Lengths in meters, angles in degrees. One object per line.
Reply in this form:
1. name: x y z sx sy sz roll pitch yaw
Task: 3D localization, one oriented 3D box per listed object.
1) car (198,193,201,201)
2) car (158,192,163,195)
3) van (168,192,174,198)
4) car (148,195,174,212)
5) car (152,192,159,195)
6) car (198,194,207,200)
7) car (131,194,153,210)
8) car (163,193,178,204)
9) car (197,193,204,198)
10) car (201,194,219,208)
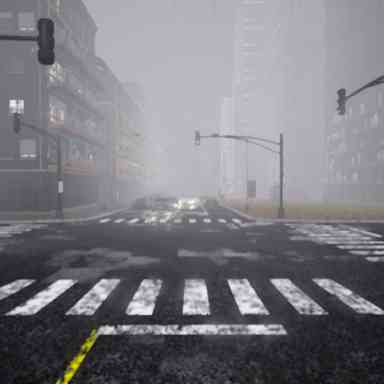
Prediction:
1. car: 2.476 1.164 66.395 2.008 1.369 4.403 -1 0 0
2. car: -5.845 0.992 55.018 2.192 1.841 5.009 -1 0 0
3. van: -5.947 0.800 94.558 1.690 1.788 3.998 -1 0 0
4. car: -3.182 1.315 35.305 1.812 1.442 4.674 0 0 0
5. car: -5.814 1.181 43.720 1.967 1.590 4.097 -1 0 0
6. car: 2.447 1.096 77.693 1.887 1.381 4.507 -1 0 0
7. car: -5.798 1.318 38.072 1.887 1.381 4.507 -1 0 0
8. car: -3.199 1.252 53.173 1.994 1.385 4.181 0 0 0
9. car: 2.402 0.983 94.810 1.752 1.417 4.829 -1 0 0
10. car: 2.534 1.285 43.800 1.887 1.381 4.507 -1 0 0
